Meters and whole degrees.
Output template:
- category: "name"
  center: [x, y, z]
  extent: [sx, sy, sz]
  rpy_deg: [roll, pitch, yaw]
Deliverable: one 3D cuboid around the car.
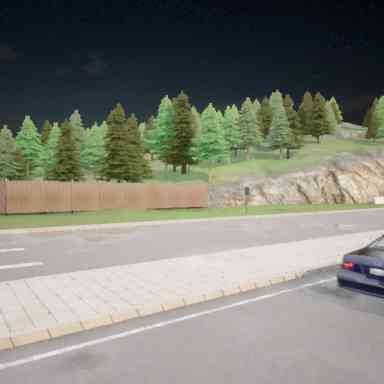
- category: "car"
  center: [5.521, 1.547, 7.683]
  extent: [5.357, 1.411, 2.033]
  rpy_deg: [0, 0, -35]
